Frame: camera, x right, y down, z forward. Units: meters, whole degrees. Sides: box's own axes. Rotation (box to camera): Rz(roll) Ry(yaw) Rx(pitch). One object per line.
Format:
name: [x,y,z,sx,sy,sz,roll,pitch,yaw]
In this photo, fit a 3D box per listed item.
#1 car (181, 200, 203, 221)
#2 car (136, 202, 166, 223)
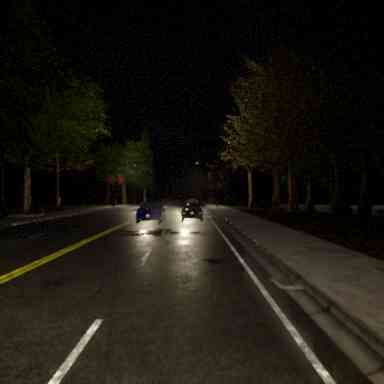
car: [0.013,1.716,28.575,2.033,1.411,5.357,0,0,0]
car: [-3.142,1.556,26.133,1.882,1.535,5.008,0,0,0]
